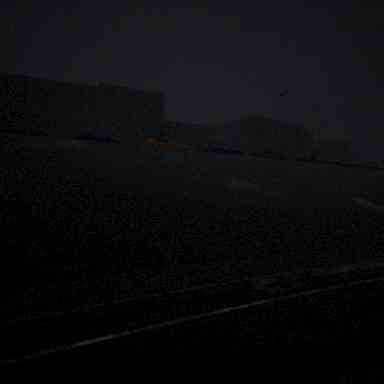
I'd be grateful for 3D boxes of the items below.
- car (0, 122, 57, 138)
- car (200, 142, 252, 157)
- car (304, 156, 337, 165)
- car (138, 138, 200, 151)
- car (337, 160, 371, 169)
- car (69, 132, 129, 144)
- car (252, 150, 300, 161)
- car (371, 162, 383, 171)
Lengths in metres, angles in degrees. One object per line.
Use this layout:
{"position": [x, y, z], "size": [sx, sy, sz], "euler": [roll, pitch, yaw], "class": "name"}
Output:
{"position": [-12.522, -4.229, 24.480], "size": [4.892, 1.521, 2.231], "euler": [2, -1, -21], "class": "car"}
{"position": [2.795, -3.702, 30.907], "size": [4.553, 1.767, 2.185], "euler": [2, -1, -24], "class": "car"}
{"position": [12.901, -3.089, 35.809], "size": [4.674, 1.452, 2.002], "euler": [3, -1, -26], "class": "car"}
{"position": [-2.252, -3.796, 28.660], "size": [5.008, 1.535, 2.097], "euler": [2, -1, -23], "class": "car"}
{"position": [17.700, -2.910, 38.325], "size": [4.892, 1.521, 2.231], "euler": [3, -1, -28], "class": "car"}
{"position": [-7.366, -3.976, 26.514], "size": [4.674, 1.452, 2.002], "euler": [2, -1, -22], "class": "car"}
{"position": [7.963, -3.319, 33.354], "size": [4.792, 1.488, 2.163], "euler": [2, -1, -25], "class": "car"}
{"position": [22.631, -2.792, 41.054], "size": [4.553, 1.767, 2.185], "euler": [3, -1, -29], "class": "car"}
